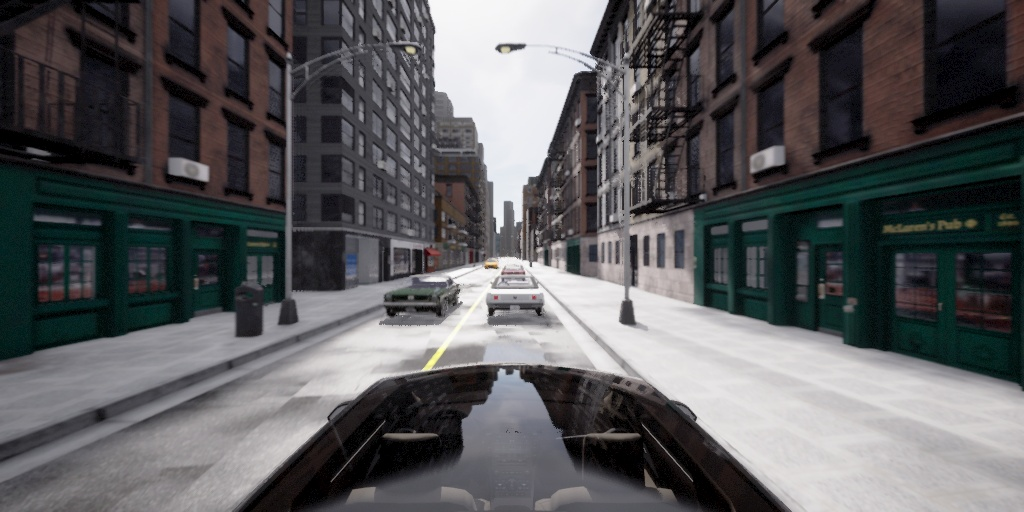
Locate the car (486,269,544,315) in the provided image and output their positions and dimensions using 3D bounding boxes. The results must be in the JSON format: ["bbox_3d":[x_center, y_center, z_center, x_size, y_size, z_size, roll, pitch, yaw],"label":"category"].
[{"bbox_3d":[0.100,1.353,13.587,1.895,1.301,4.718,0,0,0],"label":"car"}]

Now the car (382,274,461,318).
[{"bbox_3d":[-3.102,1.353,13.194,1.895,1.301,4.718,0,0,0],"label":"car"}]

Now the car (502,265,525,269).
[{"bbox_3d":[0.101,1.355,29.290,1.895,1.301,4.718,0,0,0],"label":"car"}]

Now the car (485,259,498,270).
[{"bbox_3d":[-3.070,1.229,54.357,1.882,1.535,5.008,0,0,0],"label":"car"}]
